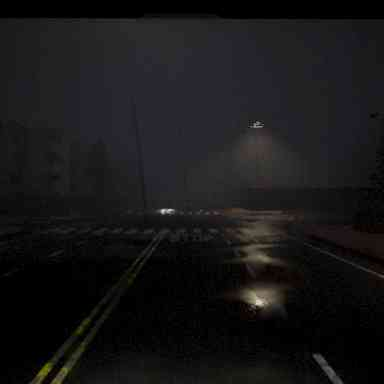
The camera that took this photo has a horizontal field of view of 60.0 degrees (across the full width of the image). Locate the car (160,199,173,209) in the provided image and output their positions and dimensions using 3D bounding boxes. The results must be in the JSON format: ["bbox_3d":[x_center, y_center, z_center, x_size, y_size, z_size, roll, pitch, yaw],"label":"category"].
[{"bbox_3d":[-4.169,2.003,55.319,2.128,1.511,4.902,0,0,0],"label":"car"}]
